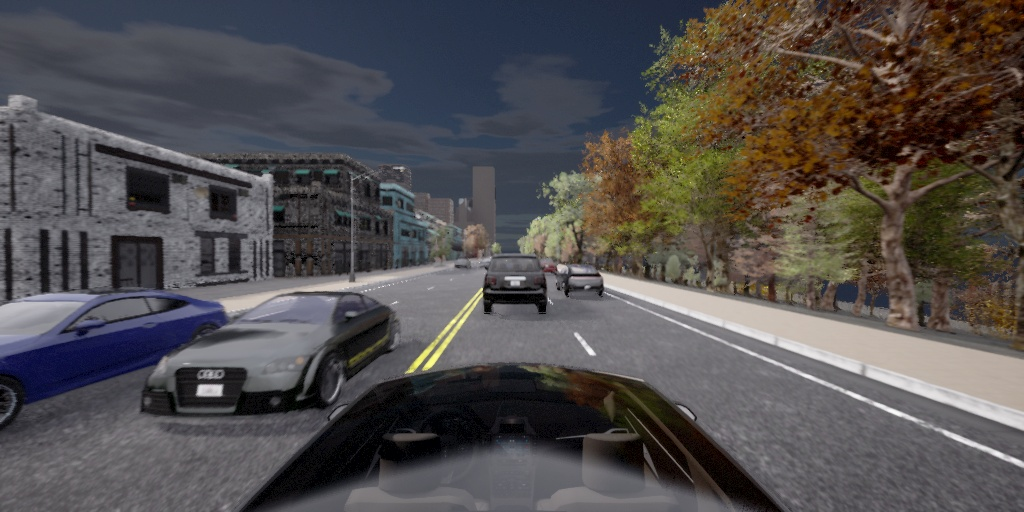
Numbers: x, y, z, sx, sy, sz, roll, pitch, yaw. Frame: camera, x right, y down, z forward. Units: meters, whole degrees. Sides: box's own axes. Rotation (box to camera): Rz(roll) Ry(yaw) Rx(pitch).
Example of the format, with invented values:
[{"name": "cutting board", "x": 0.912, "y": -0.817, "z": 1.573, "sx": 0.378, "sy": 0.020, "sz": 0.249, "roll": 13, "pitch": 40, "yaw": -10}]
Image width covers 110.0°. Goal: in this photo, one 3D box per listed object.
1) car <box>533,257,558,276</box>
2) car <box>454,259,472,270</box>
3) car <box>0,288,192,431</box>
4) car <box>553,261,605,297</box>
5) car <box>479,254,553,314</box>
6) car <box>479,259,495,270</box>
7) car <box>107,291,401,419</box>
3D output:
[{"name": "car", "x": 3.350, "y": 0.982, "z": 36.532, "sx": 2.097, "sy": 1.767, "sz": 4.553, "roll": 0, "pitch": 0, "yaw": 0}, {"name": "car", "x": -6.571, "y": 1.095, "z": 48.317, "sx": 1.837, "sy": 1.490, "sz": 4.892, "roll": 0, "pitch": 0, "yaw": 0}, {"name": "car", "x": -6.587, "y": 1.262, "z": 5.393, "sx": 1.812, "sy": 1.442, "sz": 4.674, "roll": 0, "pitch": 0, "yaw": 0}, {"name": "car", "x": 3.349, "y": 1.185, "z": 18.350, "sx": 2.128, "sy": 1.511, "sz": 4.902, "roll": 0, "pitch": 0, "yaw": 0}, {"name": "car", "x": 0.101, "y": 0.930, "z": 13.756, "sx": 2.150, "sy": 2.045, "sz": 5.566, "roll": 0, "pitch": 0, "yaw": 0}, {"name": "car", "x": -3.322, "y": 1.114, "z": 48.432, "sx": 1.812, "sy": 1.442, "sz": 4.674, "roll": 0, "pitch": 0, "yaw": 0}, {"name": "car", "x": -3.351, "y": 1.299, "z": 5.969, "sx": 1.994, "sy": 1.385, "sz": 4.181, "roll": 0, "pitch": 0, "yaw": 0}]
